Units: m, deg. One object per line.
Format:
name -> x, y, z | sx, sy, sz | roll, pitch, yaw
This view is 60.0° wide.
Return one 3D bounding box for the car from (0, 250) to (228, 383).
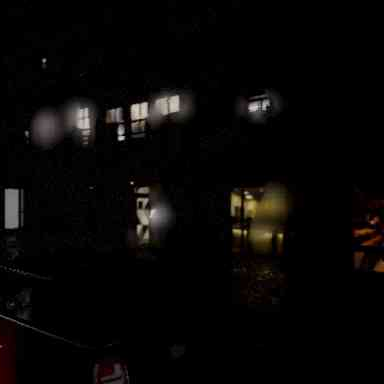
car -> -1.703, 1.454, 4.089 | 4.097, 1.590, 1.967 | 0, 0, 36
